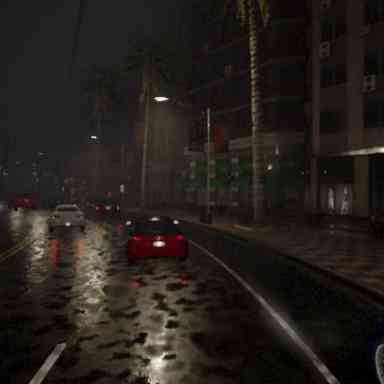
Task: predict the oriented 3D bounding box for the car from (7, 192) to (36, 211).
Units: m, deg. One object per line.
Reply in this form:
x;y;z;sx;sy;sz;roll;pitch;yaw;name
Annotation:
-19.507;1.048;38.068;2.150;2.045;5.566;0;0;-38;car

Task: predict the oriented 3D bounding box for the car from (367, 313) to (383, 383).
3.017;1.528;2.005;1.812;1.442;4.674;0;0;-1;car

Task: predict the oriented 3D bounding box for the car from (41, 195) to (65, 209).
-16.709;1.181;40.119;2.097;1.767;4.553;0;0;-38;car

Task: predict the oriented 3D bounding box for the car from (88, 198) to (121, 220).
-7.345;1.249;26.902;2.097;1.767;4.553;0;0;-29;car

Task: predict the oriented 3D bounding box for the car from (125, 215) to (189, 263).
-1.391;1.523;11.933;1.994;1.385;4.181;0;0;-12;car

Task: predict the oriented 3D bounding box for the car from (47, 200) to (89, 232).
-7.393;1.444;19.642;1.812;1.442;4.674;0;0;-22;car
